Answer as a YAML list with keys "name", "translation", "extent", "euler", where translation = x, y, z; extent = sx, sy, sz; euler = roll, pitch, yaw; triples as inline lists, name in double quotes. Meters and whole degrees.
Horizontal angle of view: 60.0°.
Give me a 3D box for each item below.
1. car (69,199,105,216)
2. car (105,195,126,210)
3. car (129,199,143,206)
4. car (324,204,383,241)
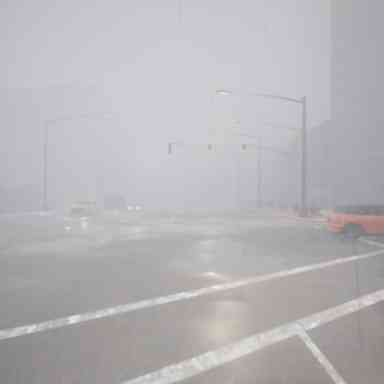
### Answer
- name: "car"
  translation: [-10.590, 1.520, 33.179]
  extent: [1.882, 1.535, 5.008]
  euler: [0, 0, 0]
- name: "car"
  translation: [-10.597, 1.397, 45.816]
  extent: [2.150, 2.045, 5.566]
  euler: [0, -1, -1]
- name: "car"
  translation: [-10.495, 1.989, 62.666]
  extent: [1.895, 1.301, 4.718]
  euler: [0, -1, 0]
- name: "car"
  translation: [9.047, 1.371, 16.350]
  extent: [4.553, 1.767, 2.097]
  euler: [0, 0, 0]
